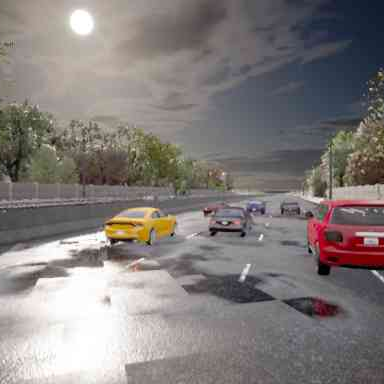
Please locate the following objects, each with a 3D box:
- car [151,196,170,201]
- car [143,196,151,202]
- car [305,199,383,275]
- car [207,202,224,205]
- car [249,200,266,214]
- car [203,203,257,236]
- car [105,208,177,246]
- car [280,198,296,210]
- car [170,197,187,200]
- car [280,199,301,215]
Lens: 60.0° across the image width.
[{"bbox_3d":[-5.032,1.525,59.101,1.837,1.490,4.892,0,-1,16],"label":"car"},{"bbox_3d":[-7.630,1.548,62.835,1.812,1.442,4.674,0,0,16],"label":"car"},{"bbox_3d":[4.823,1.224,10.244,2.150,2.045,5.566,0,0,15],"label":"car"},{"bbox_3d":[2.476,1.605,32.649,1.895,1.301,4.718,0,0,15],"label":"car"},{"bbox_3d":[6.708,1.532,34.848,1.812,1.442,4.674,0,0,15],"label":"car"},{"bbox_3d":[2.246,1.549,18.418,2.033,1.411,5.357,0,0,15],"label":"car"},{"bbox_3d":[-2.165,1.477,15.520,1.882,1.535,5.008,0,0,15],"label":"car"},{"bbox_3d":[12.860,1.577,44.559,1.994,1.385,4.181,0,0,15],"label":"car"},{"bbox_3d":[-1.699,1.583,58.052,1.994,1.385,4.181,0,0,15],"label":"car"},{"bbox_3d":[10.216,1.499,34.608,2.128,1.511,4.902,0,0,16],"label":"car"}]
